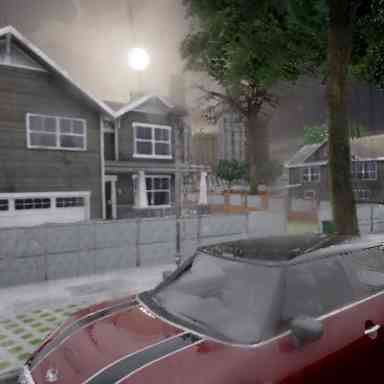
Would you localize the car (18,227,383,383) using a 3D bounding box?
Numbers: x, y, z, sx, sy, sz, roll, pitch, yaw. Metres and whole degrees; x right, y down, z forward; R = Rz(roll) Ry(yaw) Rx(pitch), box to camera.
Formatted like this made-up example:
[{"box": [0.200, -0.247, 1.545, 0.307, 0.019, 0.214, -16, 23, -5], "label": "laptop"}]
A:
[{"box": [0.654, 1.350, 3.584, 4.553, 1.767, 2.097, 0, 0, -36], "label": "car"}]
